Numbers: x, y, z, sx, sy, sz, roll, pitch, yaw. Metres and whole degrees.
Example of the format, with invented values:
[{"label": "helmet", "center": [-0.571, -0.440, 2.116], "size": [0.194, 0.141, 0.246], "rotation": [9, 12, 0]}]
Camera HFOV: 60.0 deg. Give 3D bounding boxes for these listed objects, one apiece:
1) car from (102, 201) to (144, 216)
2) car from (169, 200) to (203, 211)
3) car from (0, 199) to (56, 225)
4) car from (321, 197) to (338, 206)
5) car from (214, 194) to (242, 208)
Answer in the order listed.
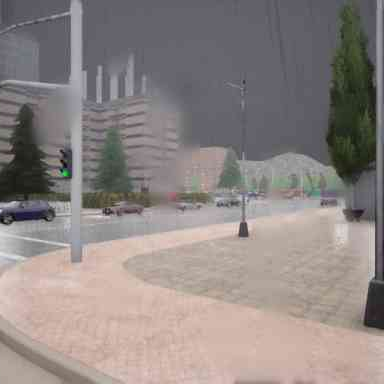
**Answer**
[{"label": "car", "center": [-6.662, 1.564, 32.439], "size": [1.994, 1.385, 4.181], "rotation": [0, 0, 36]}, {"label": "car", "center": [-0.692, 1.601, 40.633], "size": [1.895, 1.301, 4.718], "rotation": [0, 0, 36]}, {"label": "car", "center": [-12.505, 1.352, 24.388], "size": [2.097, 1.767, 4.553], "rotation": [0, 0, 36]}, {"label": "car", "center": [22.243, 1.526, 54.001], "size": [1.812, 1.442, 4.674], "rotation": [0, 0, 36]}, {"label": "car", "center": [5.455, 1.505, 49.024], "size": [1.837, 1.490, 4.892], "rotation": [0, 0, 37]}]
